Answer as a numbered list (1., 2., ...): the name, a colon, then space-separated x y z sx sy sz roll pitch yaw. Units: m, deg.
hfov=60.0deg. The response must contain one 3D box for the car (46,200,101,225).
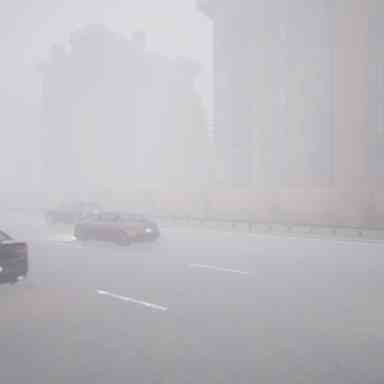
1. car: -7.857 1.352 22.493 4.553 1.767 2.097 0 0 36

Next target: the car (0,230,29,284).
1. car: -6.085 1.478 8.333 5.008 1.535 1.882 0 0 35

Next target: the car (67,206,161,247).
1. car: -3.427 1.565 15.038 4.181 1.385 1.994 0 0 36
